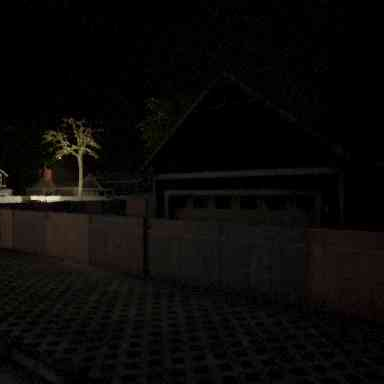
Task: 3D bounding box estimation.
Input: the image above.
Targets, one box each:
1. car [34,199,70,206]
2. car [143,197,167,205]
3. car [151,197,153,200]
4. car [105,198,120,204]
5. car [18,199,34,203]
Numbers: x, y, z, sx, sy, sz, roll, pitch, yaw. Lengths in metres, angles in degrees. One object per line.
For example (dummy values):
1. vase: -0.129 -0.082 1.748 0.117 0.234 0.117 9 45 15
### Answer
1. car: -17.059 1.654 42.960 2.033 1.411 5.357 0 0 28
2. car: -6.874 1.698 62.975 2.033 1.411 5.357 0 0 25
3. car: -5.544 1.637 58.097 1.837 1.490 4.892 0 0 24
4. car: -13.674 1.691 56.551 2.033 1.411 5.357 0 0 27
5. car: -20.902 1.660 42.667 2.033 1.411 5.357 0 0 28
